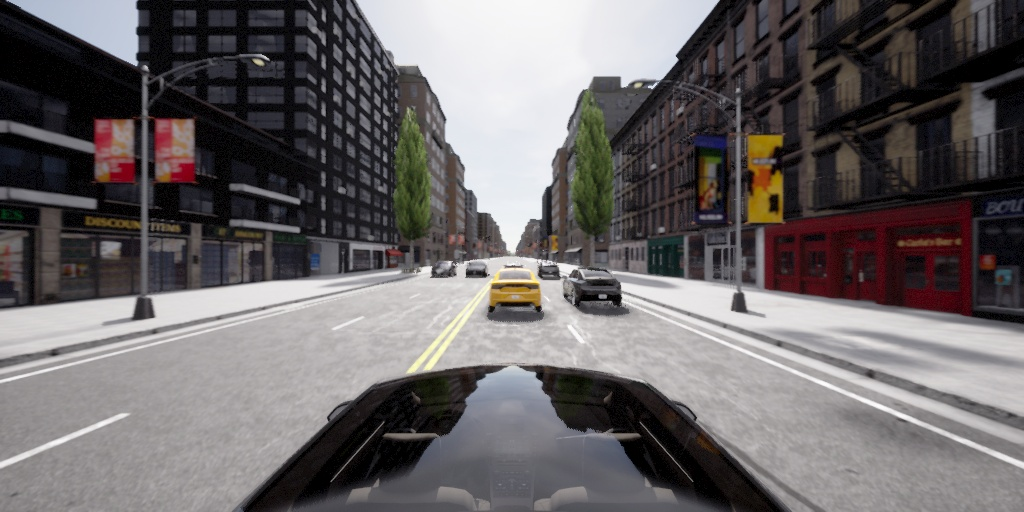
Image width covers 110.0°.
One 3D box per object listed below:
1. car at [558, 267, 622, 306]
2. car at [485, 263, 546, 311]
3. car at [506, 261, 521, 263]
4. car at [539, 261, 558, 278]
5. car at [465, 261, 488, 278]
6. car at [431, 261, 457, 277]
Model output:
[{"bbox_3d":[3.366,1.255,15.711,1.837,1.490,4.892,0,0,0],"label":"car"},{"bbox_3d":[0.114,1.227,14.564,1.882,1.535,5.008,0,0,0],"label":"car"},{"bbox_3d":[0.138,1.237,33.961,2.128,1.511,4.902,0,0,0],"label":"car"},{"bbox_3d":[3.389,1.238,33.951,2.128,1.511,4.902,0,0,0],"label":"car"},{"bbox_3d":[-3.294,1.222,34.366,1.882,1.535,5.008,0,0,0],"label":"car"},{"bbox_3d":[-6.539,1.236,34.766,2.128,1.511,4.902,0,0,0],"label":"car"}]
